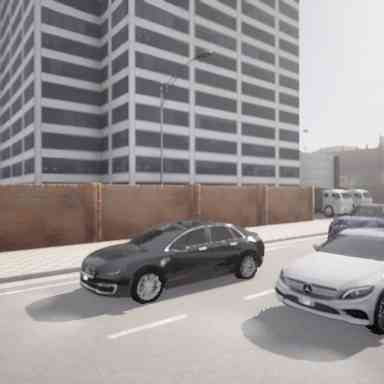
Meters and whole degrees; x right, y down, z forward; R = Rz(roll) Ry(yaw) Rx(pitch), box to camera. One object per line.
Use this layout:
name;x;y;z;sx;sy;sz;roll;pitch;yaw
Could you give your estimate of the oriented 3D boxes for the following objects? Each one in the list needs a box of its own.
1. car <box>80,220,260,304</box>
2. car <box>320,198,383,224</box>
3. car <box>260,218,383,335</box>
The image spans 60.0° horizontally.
car;-0.243;1.492;8.250;4.892;1.490;1.837;0;0;-38
car;7.924;1.299;14.516;4.553;1.767;2.097;0;0;-37
car;3.700;1.501;6.841;4.674;1.442;1.812;0;0;-38
